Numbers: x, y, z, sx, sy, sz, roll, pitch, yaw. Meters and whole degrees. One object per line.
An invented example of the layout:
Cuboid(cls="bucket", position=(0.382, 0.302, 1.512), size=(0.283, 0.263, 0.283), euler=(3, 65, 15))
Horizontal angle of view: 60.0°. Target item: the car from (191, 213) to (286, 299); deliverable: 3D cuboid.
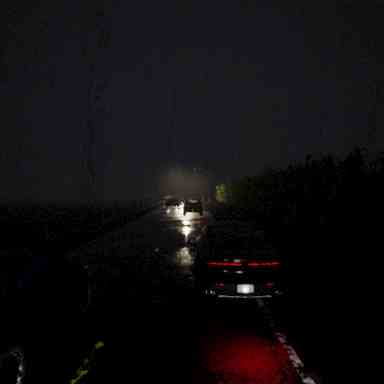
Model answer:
Cuboid(cls="car", position=(0.973, 1.502, 8.444), size=(1.837, 1.490, 4.892), euler=(0, 0, 0))

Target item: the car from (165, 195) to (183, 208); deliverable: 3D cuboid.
Cuboid(cls="car", position=(-2.783, 1.550, 48.232), size=(1.994, 1.385, 4.181), euler=(0, 0, 0))

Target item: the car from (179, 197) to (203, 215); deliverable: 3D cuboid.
Cuboid(cls="car", position=(0.106, 1.481, 33.615), size=(2.128, 1.511, 4.902), euler=(0, 0, 0))

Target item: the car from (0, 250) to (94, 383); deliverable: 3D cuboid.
Cuboid(cls="car", position=(-2.846, 1.562, 4.650), size=(1.994, 1.385, 4.181), euler=(0, 0, 0))

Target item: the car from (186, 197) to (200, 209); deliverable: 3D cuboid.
Cuboid(cls="car", position=(0.127, 1.512, 45.787), size=(1.812, 1.442, 4.674), euler=(0, 0, 0))
